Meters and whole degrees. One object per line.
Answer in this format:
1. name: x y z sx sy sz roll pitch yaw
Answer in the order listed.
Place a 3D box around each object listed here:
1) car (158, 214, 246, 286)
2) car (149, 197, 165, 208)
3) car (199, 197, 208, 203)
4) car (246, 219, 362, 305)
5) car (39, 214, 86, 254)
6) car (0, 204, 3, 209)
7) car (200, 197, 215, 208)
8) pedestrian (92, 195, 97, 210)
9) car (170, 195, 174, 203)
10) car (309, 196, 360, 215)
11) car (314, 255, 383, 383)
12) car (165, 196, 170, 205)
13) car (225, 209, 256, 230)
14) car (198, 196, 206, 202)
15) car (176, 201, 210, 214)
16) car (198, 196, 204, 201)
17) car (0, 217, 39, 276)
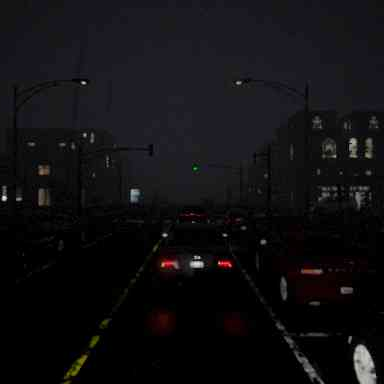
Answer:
1. car: 0.093 1.594 9.553 2.033 1.411 5.357 0 0 0
2. car: -5.717 1.833 51.779 1.802 1.307 4.206 0 0 0
3. car: 2.647 1.938 79.380 2.008 1.369 4.403 0 0 0
4. car: 2.690 1.584 7.998 1.887 1.381 4.507 0 0 0
5. car: -5.694 1.617 13.702 2.008 1.369 4.403 0 0 0
6. car: -25.475 1.637 40.157 4.829 1.417 1.752 0 -1 1
7. car: 2.663 1.816 51.771 1.947 1.339 4.313 0 0 0
8. pedestrian: -12.577 1.338 42.911 0.375 1.860 0.375 0 -1 1
9. car: -5.730 1.800 73.867 1.967 1.590 4.097 0 0 0
10. car: 15.589 1.489 36.959 5.566 2.045 2.150 0 -1 1
11. car: 2.693 1.562 2.306 2.008 1.369 4.403 0 0 0
12. car: -5.724 1.856 62.823 2.008 1.369 4.403 0 0 0
13. car: 2.683 1.645 19.381 2.008 1.369 4.403 0 0 0
14. car: 2.641 1.884 90.424 1.967 1.590 4.097 0 0 0
15. car: -0.023 1.616 22.961 1.837 1.490 4.892 0 0 -2
16. car: 2.657 1.887 62.813 1.802 1.307 4.206 0 0 0
17. car: -5.690 1.479 8.010 1.967 1.590 4.097 0 0 0
